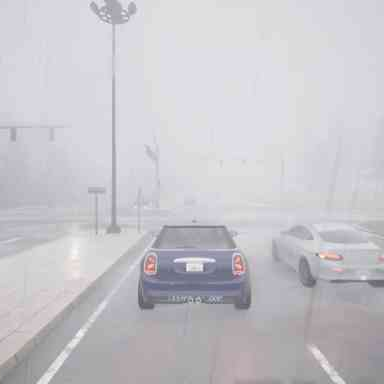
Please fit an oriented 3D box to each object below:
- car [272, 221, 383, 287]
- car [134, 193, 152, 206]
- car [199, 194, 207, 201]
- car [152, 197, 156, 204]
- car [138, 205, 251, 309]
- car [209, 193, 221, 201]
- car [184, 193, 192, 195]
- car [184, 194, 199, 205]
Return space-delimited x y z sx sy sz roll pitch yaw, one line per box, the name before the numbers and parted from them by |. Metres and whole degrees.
car | 3.560 1.525 9.212 1.812 1.442 4.674 0 0 0
car | -8.344 1.349 55.657 2.097 1.767 4.553 0 0 -1
car | 2.720 1.509 85.394 1.812 1.442 4.674 0 0 -1
car | -8.466 1.561 65.603 1.994 1.385 4.181 0 0 0
car | 0.058 1.352 8.008 2.097 1.767 4.553 0 0 0
car | 6.226 1.211 85.128 2.150 2.045 5.566 0 0 -1
car | -0.779 1.485 85.331 1.837 1.490 4.892 0 0 -1
car | -0.245 1.523 54.827 1.812 1.442 4.674 0 0 -1
